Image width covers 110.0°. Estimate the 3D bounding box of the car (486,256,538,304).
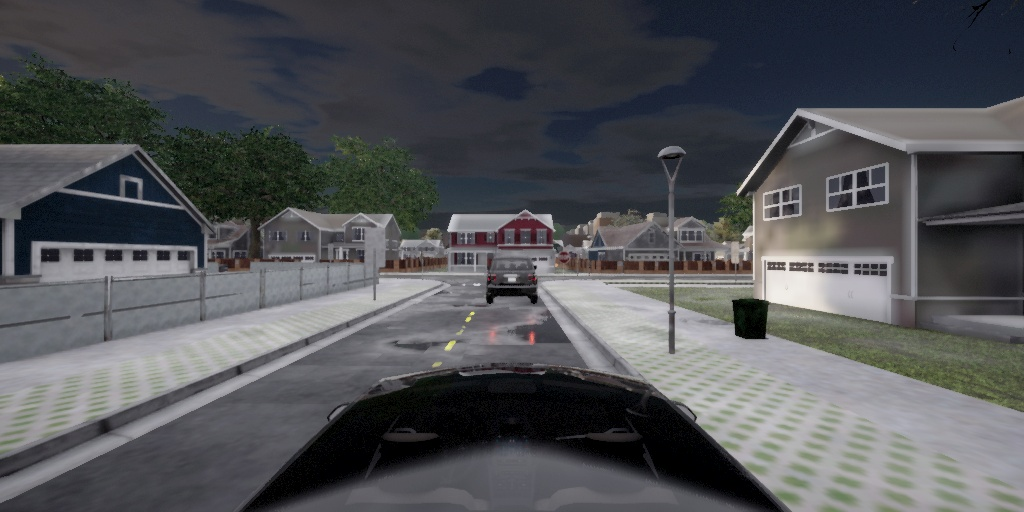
[{"bbox_3d":[0.000,1.009,16.554,2.150,2.045,5.566,0,0,0],"label":"car"}]
